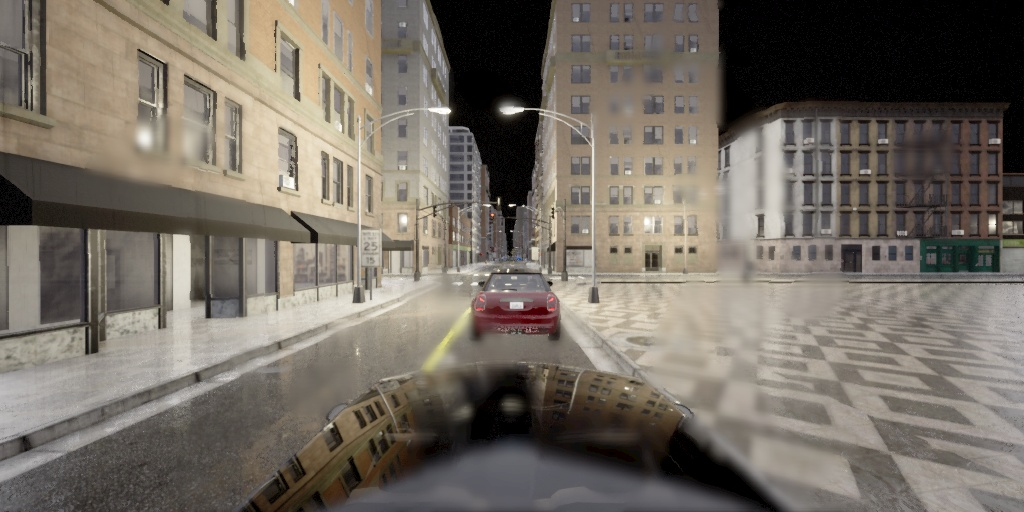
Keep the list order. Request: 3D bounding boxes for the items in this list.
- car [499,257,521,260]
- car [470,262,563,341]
[{"bbox_3d":[0.051,1.101,19.793,2.097,1.767,4.553,0,0,-1],"label":"car"},{"bbox_3d":[0.102,1.102,9.977,2.097,1.767,4.553,0,0,0],"label":"car"}]
